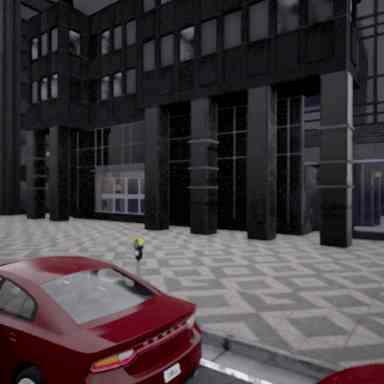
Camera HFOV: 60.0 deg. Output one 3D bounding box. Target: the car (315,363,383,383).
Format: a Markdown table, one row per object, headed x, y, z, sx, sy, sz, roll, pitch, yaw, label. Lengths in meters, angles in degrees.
| x | y | z | sx | sy | sz | roll | pitch | yaw | label |
| --- | --- | --- | --- | --- | --- | --- | --- | --- | --- |
| 2.586 | 1.549 | 1.113 | 4.507 | 1.381 | 1.887 | 0 | 0 | 36 | car |

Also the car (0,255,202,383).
| x | y | z | sx | sy | sz | roll | pitch | yaw | label |
| --- | --- | --- | --- | --- | --- | --- | --- | --- | --- |
| -1.998 | 1.534 | 4.393 | 4.507 | 1.381 | 1.887 | 0 | 0 | 36 | car |
